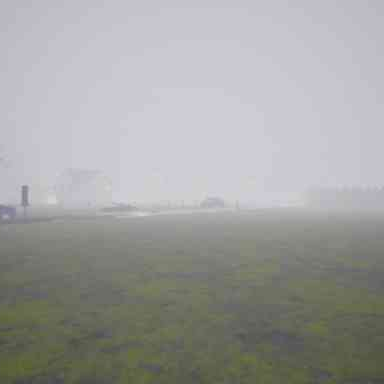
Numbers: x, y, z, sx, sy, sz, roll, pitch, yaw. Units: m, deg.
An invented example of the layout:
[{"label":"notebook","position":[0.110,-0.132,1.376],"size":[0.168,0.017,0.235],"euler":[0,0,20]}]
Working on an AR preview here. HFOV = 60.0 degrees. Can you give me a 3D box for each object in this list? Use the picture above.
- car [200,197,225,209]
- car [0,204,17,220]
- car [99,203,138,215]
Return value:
[{"label":"car","position":[3.573,1.849,57.211],"size":[2.150,2.045,5.566],"euler":[1,0,35]},{"label":"car","position":[-17.389,1.637,27.787],"size":[1.882,1.535,5.008],"euler":[1,0,35]},{"label":"car","position":[-8.773,1.964,39.957],"size":[1.895,1.301,4.718],"euler":[1,0,35]}]
